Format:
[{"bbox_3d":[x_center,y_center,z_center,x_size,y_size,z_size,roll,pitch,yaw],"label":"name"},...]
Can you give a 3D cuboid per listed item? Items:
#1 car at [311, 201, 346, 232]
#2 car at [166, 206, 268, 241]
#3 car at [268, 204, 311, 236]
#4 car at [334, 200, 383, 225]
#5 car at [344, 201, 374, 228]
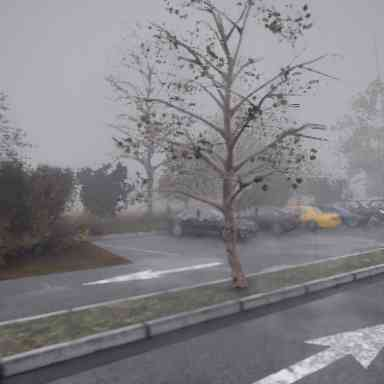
[{"bbox_3d":[6.299,1.516,20.599,5.366,1.575,1.946,-1,0,35],"label":"car"},{"bbox_3d":[0.909,1.522,16.584,4.892,1.521,2.231,-1,-1,35],"label":"car"},{"bbox_3d":[3.688,1.521,18.534,4.892,1.521,2.231,-1,0,35],"label":"car"},{"bbox_3d":[11.969,1.386,24.436,4.553,1.767,2.185,-1,-1,35],"label":"car"},{"bbox_3d":[9.250,1.543,22.444,4.792,1.488,2.163,-1,-1,35],"label":"car"}]
